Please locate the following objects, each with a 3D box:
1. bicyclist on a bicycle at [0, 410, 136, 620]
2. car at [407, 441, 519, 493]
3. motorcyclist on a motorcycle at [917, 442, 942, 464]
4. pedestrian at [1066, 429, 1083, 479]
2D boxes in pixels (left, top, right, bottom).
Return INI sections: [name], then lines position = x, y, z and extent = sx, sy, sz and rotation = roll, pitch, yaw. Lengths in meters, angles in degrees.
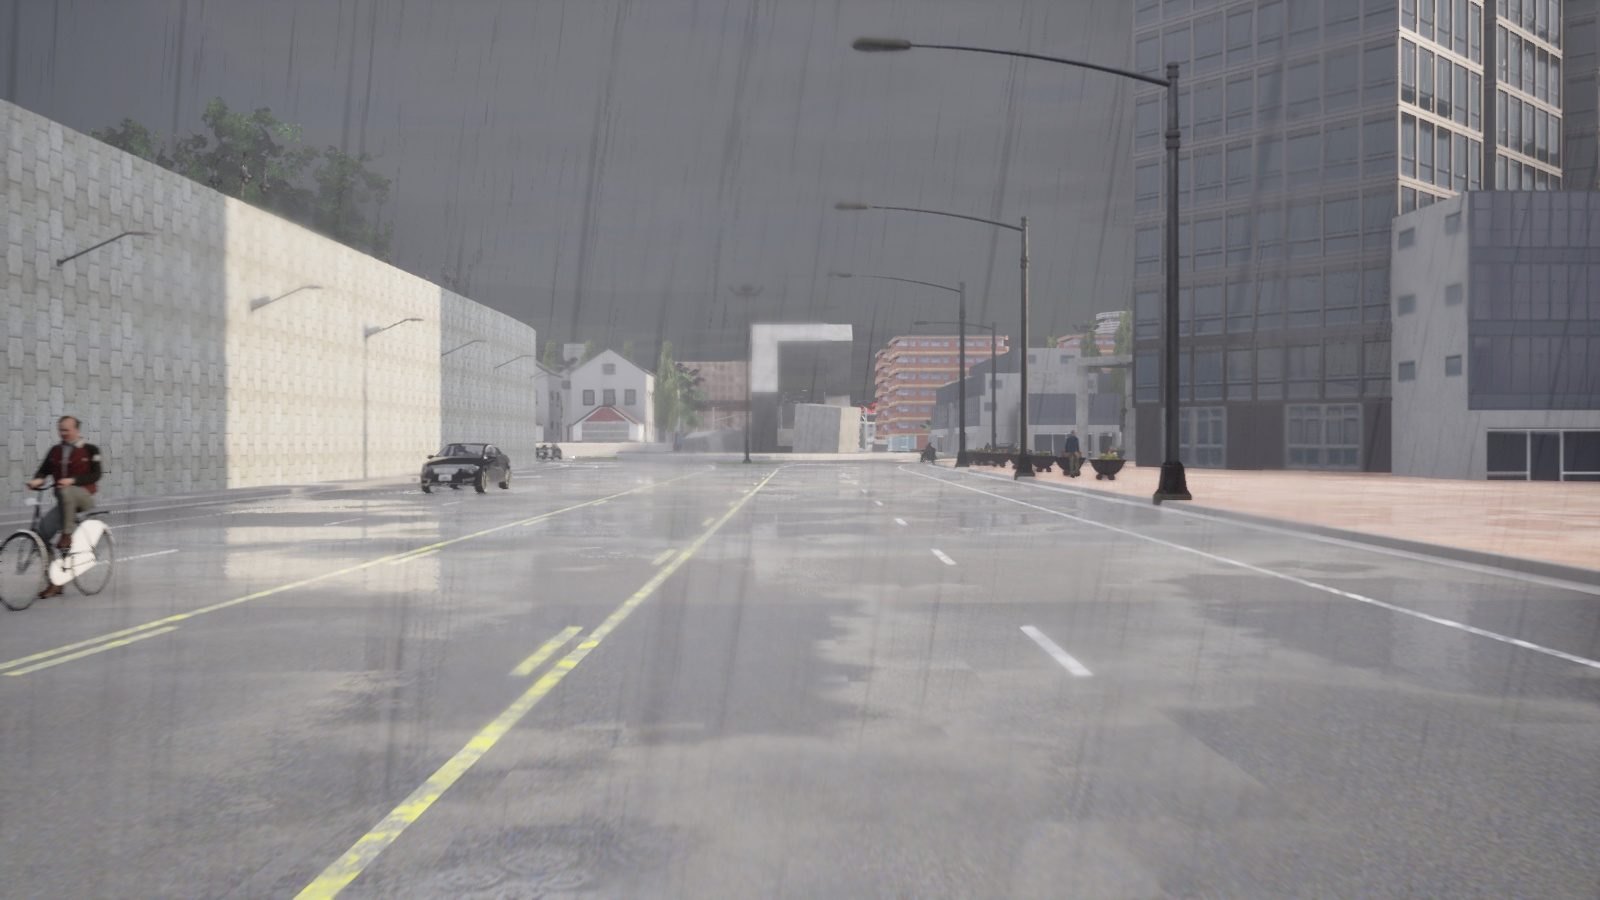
[bicyclist on a bicycle]
position = -6.919, 0.546, 11.526
extent = 0.659, 1.776, 1.843
rotation = 0, 0, 0
[car]
position = -10.265, 0.476, 38.679
extent = 2.128, 1.511, 4.902
rotation = 0, 0, 0
[motorcyclist on a motorcycle]
position = 9.426, 0.221, 91.401
extent = 0.797, 1.523, 2.044
rotation = 1, 1, 40
[pedestrian]
position = 10.325, 0.144, 47.209
extent = 0.402, 1.842, 0.726
rotation = 0, 0, 33
